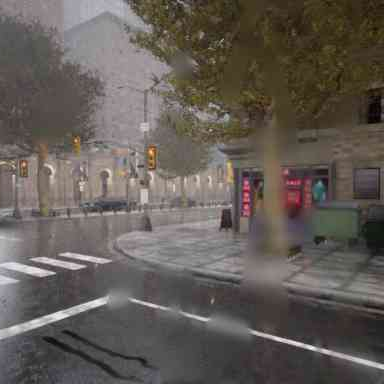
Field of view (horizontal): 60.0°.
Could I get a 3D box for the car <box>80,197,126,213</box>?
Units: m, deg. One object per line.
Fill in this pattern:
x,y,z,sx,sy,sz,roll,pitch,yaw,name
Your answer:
-10.034,1.351,36.826,2.097,1.767,4.553,0,0,36,car

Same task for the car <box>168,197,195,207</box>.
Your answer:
-1.509,1.504,48.625,1.837,1.490,4.892,0,0,36,car

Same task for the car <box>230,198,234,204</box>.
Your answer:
8.937,1.542,62.929,1.837,1.490,4.892,0,0,36,car

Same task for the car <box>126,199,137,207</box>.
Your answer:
-10.215,1.595,47.935,1.895,1.301,4.718,0,0,36,car
